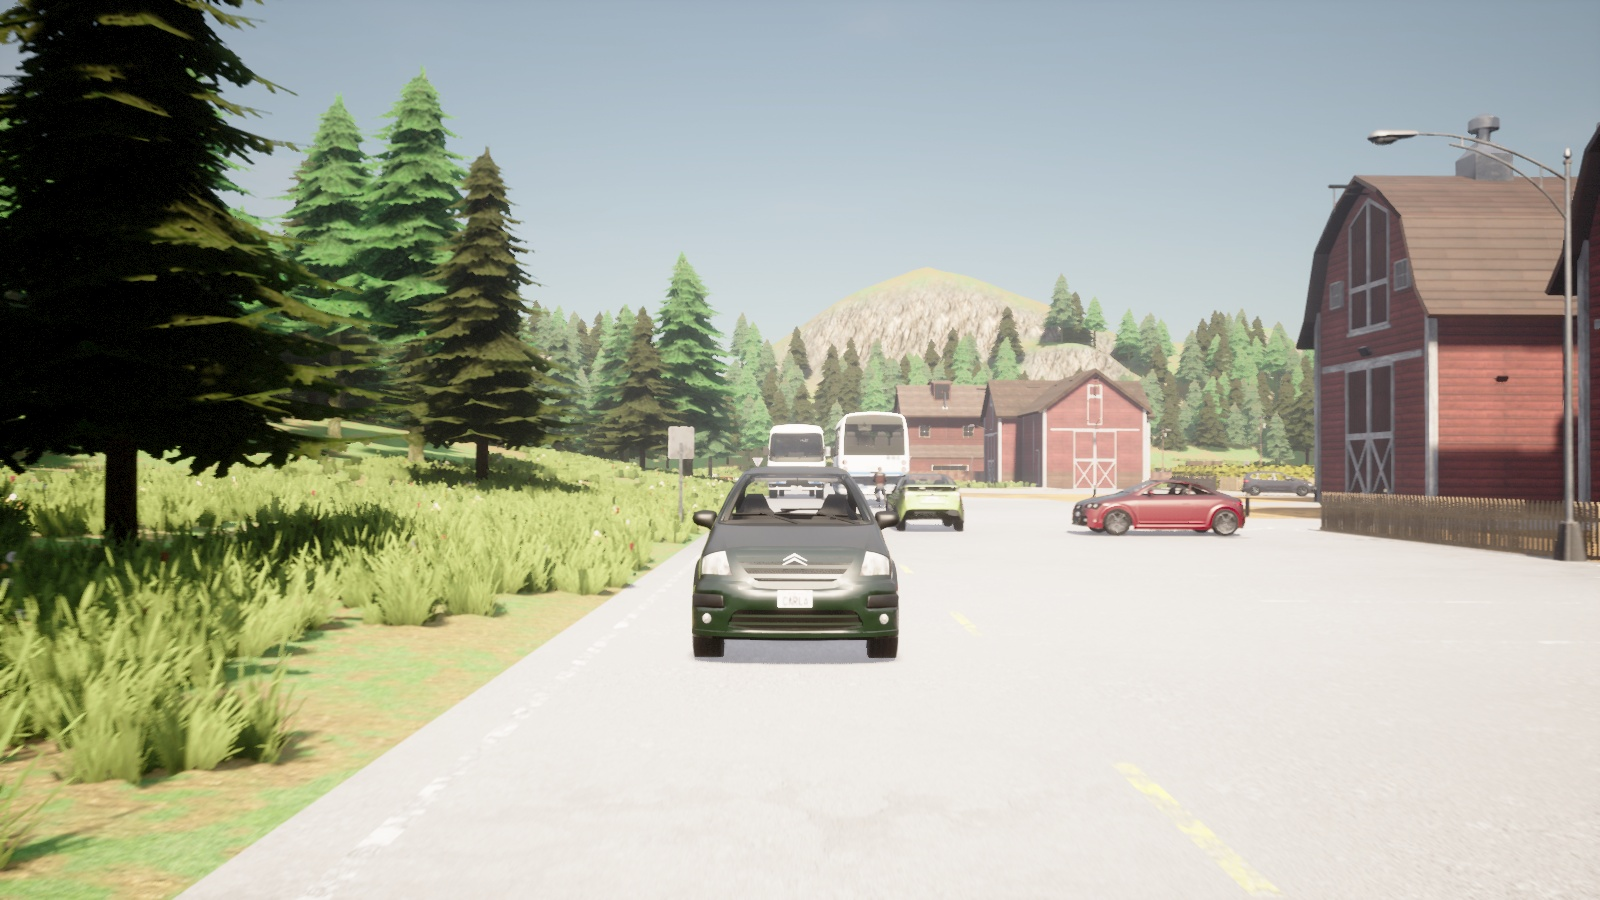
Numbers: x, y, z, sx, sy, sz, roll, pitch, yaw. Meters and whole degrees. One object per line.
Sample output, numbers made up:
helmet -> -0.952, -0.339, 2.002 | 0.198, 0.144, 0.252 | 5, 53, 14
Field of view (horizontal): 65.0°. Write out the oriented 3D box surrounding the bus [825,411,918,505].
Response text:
bus -> 3.345, 0.464, 62.077 | 3.944, 4.253, 10.273 | 0, -1, 0

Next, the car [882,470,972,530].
car -> 3.416, 1.327, 34.618 | 2.007, 1.525, 4.514 | 0, -1, 0

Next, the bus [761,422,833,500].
bus -> -0.186, 0.682, 74.255 | 3.944, 4.253, 10.273 | 0, -1, 0

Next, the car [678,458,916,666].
car -> -0.029, 0.911, 11.816 | 1.851, 1.617, 3.988 | 0, -1, 0

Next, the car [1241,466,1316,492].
car -> 31.987, 1.927, 84.110 | 4.611, 1.667, 2.242 | 0, -1, 19
